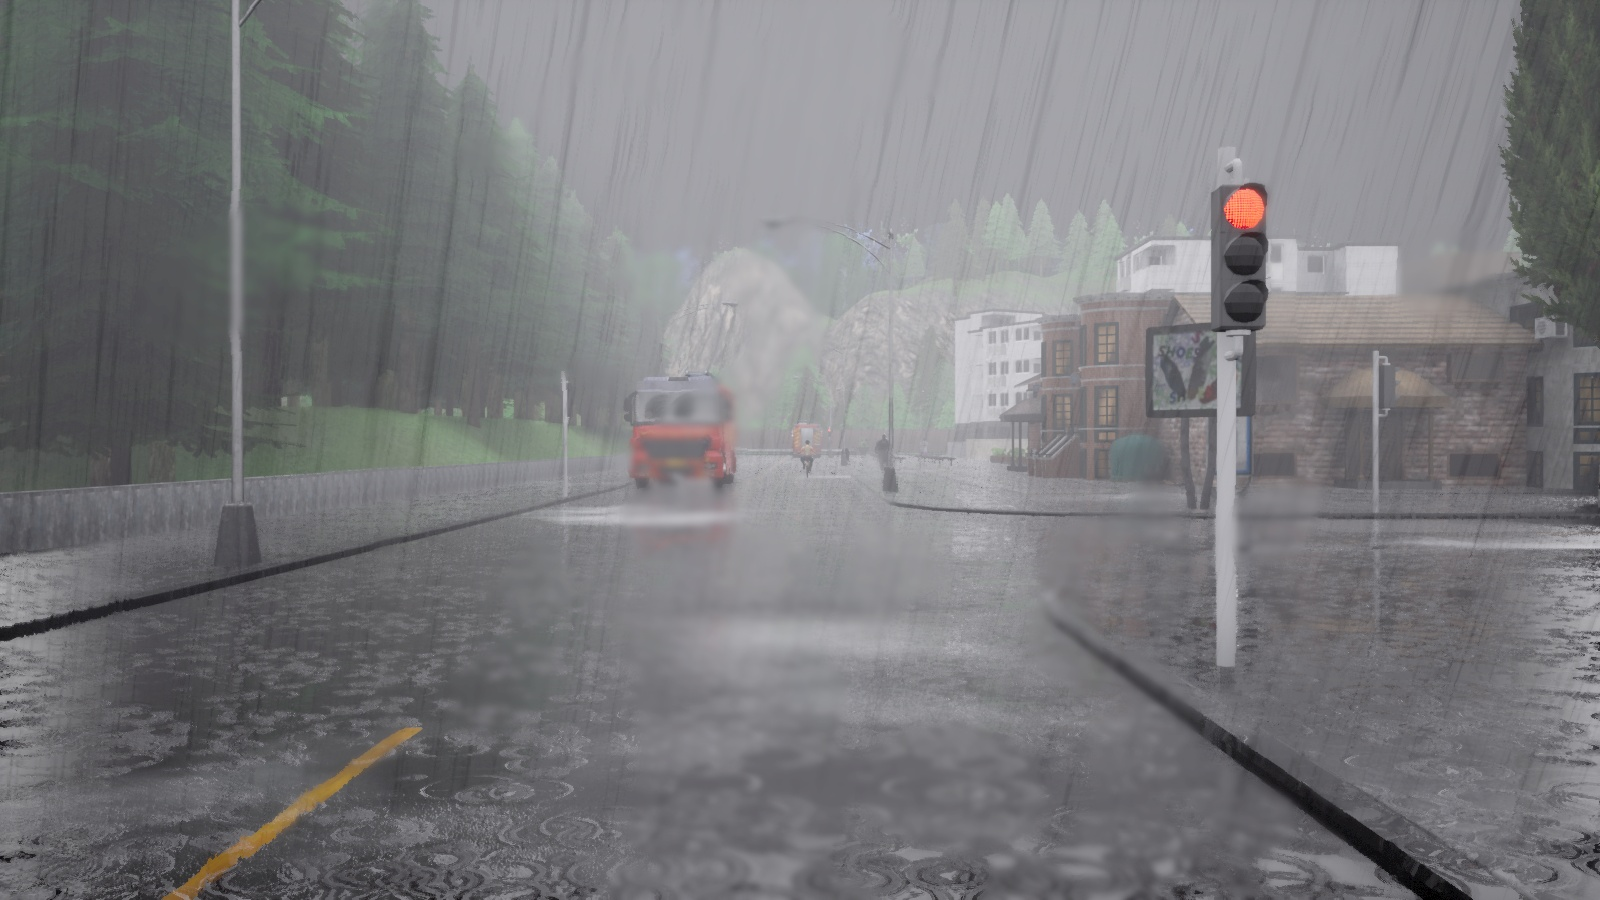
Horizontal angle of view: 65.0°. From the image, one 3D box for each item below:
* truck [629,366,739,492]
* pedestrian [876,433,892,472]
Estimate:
[{"bbox_3d":[-3.747,-0.661,42.435,2.891,3.827,8.468,0,0,0],"label":"truck"},{"bbox_3d":[4.070,0.113,60.723,0.563,1.883,0.849,0,0,-10],"label":"pedestrian"}]
